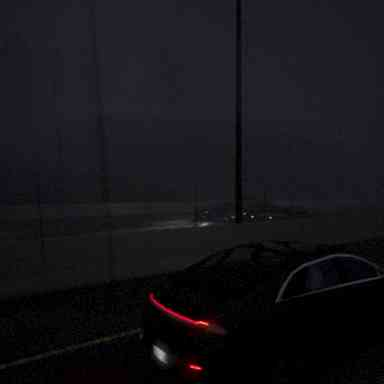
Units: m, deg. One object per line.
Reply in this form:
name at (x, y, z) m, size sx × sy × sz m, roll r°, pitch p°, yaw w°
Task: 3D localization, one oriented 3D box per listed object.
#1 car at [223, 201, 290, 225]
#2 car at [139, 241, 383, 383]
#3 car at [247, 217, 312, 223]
car at (4.834, 1.487, 24.631) m, size 4.902 × 1.511 × 2.128 m, roll 0°, pitch 0°, yaw -35°
car at (1.634, 1.490, 4.913) m, size 4.902 × 1.511 × 2.128 m, roll 0°, pitch 0°, yaw -35°
car at (5.874, 1.596, 21.076) m, size 4.718 × 1.301 × 1.895 m, roll 0°, pitch 0°, yaw -35°
